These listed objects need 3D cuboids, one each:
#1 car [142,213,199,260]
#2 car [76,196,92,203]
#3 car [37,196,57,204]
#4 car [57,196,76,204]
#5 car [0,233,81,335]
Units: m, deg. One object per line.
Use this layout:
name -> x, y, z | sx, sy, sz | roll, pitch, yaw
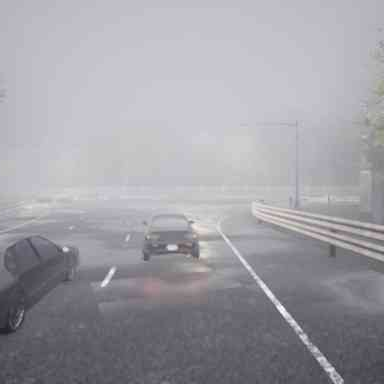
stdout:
car -> -0.851, 1.494, 12.268 | 1.812, 1.442, 4.674 | 0, 0, -7
car -> -21.418, 1.467, 65.203 | 1.895, 1.301, 4.718 | 0, 0, -38
car -> -27.073, 1.424, 61.079 | 2.128, 1.511, 4.902 | 0, 0, -38
car -> -24.237, 1.465, 63.129 | 1.994, 1.385, 4.181 | 0, 0, -38
car -> -3.766, 1.543, 6.570 | 2.033, 1.411, 5.357 | 0, 0, -4
